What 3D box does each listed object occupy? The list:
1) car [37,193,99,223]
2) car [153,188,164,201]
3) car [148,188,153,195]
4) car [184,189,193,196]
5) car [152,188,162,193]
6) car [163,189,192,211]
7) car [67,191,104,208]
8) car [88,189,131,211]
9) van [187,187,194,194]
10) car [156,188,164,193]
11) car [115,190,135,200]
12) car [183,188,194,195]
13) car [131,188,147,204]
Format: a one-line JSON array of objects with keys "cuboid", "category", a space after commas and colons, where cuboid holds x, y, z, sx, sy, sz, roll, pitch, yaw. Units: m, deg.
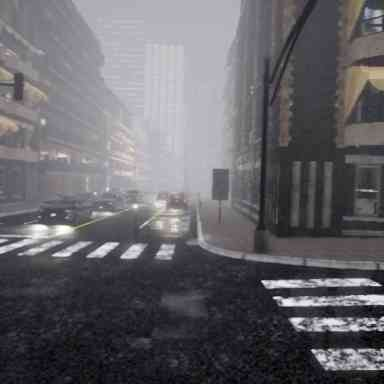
[{"cuboid": [-7.186, 0.960, 19.252, 1.994, 1.385, 4.181, 2, 1, 0], "category": "car"}, {"cuboid": [-3.649, 0.537, 45.361, 1.994, 1.385, 4.181, 2, 1, 1], "category": "car"}, {"cuboid": [-9.133, -0.085, 69.160, 1.802, 1.307, 4.206, 1, 1, 1], "category": "car"}, {"cuboid": [-0.684, 0.025, 74.576, 1.887, 1.381, 4.507, 1, 1, 1], "category": "car"}, {"cuboid": [-8.915, -0.436, 85.738, 2.008, 1.369, 4.403, 1, 1, 1], "category": "car"}, {"cuboid": [-1.263, 0.788, 30.362, 1.967, 1.590, 4.097, 1, 1, 1], "category": "car"}, {"cuboid": [-9.642, 0.660, 30.475, 1.947, 1.339, 4.313, 1, 1, 1], "category": "car"}, {"cuboid": [-7.046, 0.757, 28.636, 2.033, 1.411, 5.357, 2, 1, 1], "category": "car"}, {"cuboid": [-0.463, -0.497, 91.150, 1.690, 1.788, 3.998, 1, 1, 1], "category": "van"}, {"cuboid": [-8.843, -0.511, 91.265, 1.802, 1.307, 4.206, 1, 1, 1], "category": "car"}, {"cuboid": [-9.425, 0.347, 47.055, 1.802, 1.307, 4.206, 1, 1, 1], "category": "car"}, {"cuboid": [-1.047, 0.570, 46.943, 2.008, 1.369, 4.403, 1, 1, 1], "category": "car"}, {"cuboid": [-6.833, 0.511, 38.992, 1.837, 1.490, 4.892, 2, 1, 1], "category": "car"}]
